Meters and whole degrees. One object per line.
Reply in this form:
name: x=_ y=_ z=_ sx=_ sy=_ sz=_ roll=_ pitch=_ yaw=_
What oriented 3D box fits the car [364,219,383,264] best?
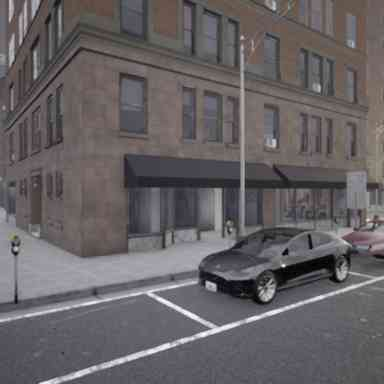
car: x=6.617 y=1.586 z=11.332 sx=4.206 sy=1.307 sz=1.802 roll=0 pitch=0 yaw=-36

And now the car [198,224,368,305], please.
car: x=2.156 y=1.568 z=8.111 sx=4.313 sy=1.339 sz=1.947 roll=0 pitch=0 yaw=-36
